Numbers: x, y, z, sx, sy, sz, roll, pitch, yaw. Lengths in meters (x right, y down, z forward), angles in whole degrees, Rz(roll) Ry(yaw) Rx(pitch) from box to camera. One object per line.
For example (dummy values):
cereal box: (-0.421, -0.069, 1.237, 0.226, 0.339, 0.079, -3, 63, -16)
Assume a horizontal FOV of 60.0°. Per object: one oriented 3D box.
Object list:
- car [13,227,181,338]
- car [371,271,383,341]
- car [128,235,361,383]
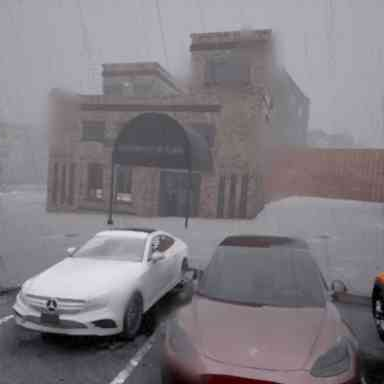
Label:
car: (-1.360, 1.496, 6.793, 2.002, 1.452, 4.674, 1, 0, 14)
car: (3.510, 1.343, 3.449, 2.185, 1.767, 4.553, 0, -1, 14)
car: (1.075, 1.492, 5.106, 2.163, 1.488, 4.792, 1, 0, 14)
